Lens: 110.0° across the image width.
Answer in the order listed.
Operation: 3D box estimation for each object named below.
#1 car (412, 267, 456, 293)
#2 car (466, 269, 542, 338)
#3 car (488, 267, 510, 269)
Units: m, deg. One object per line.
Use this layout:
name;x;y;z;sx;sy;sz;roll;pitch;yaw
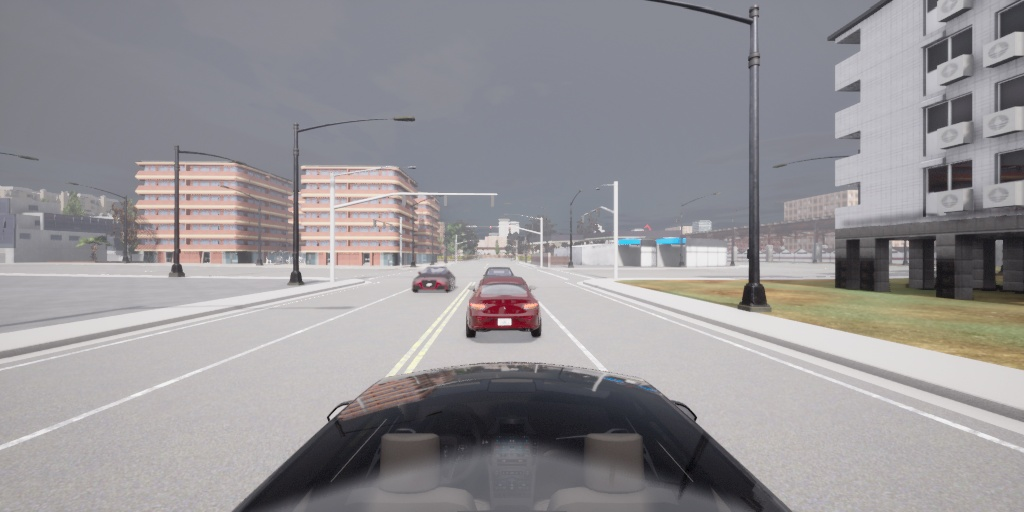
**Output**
car;-4.384;1.315;20.606;1.994;1.385;4.181;0;0;-2
car;-0.265;1.276;10.132;1.812;1.442;4.674;0;0;-3
car;-0.720;1.297;19.706;2.033;1.411;5.357;0;0;-3
